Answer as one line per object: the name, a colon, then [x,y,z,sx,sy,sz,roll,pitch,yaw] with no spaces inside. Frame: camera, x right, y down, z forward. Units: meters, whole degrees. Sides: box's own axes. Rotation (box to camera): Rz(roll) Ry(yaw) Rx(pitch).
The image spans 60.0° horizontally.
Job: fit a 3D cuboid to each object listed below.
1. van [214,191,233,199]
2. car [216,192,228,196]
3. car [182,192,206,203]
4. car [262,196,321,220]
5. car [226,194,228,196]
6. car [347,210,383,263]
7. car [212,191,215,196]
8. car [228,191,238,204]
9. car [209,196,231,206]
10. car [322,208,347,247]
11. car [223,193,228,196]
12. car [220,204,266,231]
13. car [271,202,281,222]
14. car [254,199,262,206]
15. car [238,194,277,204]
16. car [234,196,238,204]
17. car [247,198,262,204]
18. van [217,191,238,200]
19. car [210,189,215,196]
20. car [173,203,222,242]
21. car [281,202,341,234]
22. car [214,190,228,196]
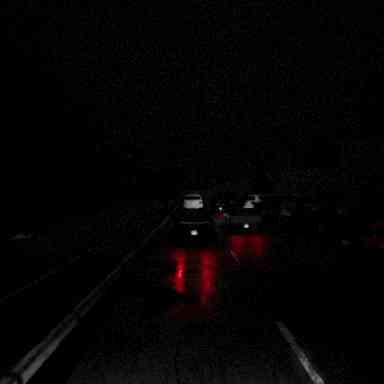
van: [7.980,0.751,85.314,4.442,1.987,1.878,1,1,-20]
car: [8.056,1.230,67.432,4.792,1.488,2.163,1,1,-20]
car: [0.106,1.255,37.764,2.150,2.045,5.566,0,0,0]
car: [8.107,1.420,25.416,4.553,1.767,2.185,1,0,-20]
car: [8.251,1.421,49.503,5.366,1.575,1.946,1,0,-20]
car: [8.051,1.250,10.385,5.566,2.045,2.435,1,0,-20]
car: [8.078,1.053,79.396,4.892,1.521,2.231,1,0,-20]
car: [8.055,1.233,43.409,5.566,2.045,2.435,1,1,-20]
car: [3.107,1.533,38.641,1.837,1.490,4.892,0,0,0]
car: [8.046,1.539,13.388,4.792,1.488,2.163,1,0,-20]
car: [8.054,1.380,55.427,4.792,1.488,2.163,1,1,-20]
car: [3.104,1.651,21.213,1.895,1.301,4.718,0,0,0]
car: [8.077,1.580,22.405,4.674,1.452,2.002,1,0,-20]
car: [8.078,1.590,28.405,4.674,1.452,2.002,1,0,-20]
car: [8.105,1.285,34.428,5.566,2.045,2.435,1,0,-20]
car: [7.905,1.518,37.357,5.366,1.575,1.946,1,1,-20]
car: [8.101,1.573,31.430,4.792,1.488,2.163,1,0,-20]
van: [8.195,0.865,76.454,4.442,1.987,1.878,1,0,-20]
car: [8.063,0.764,82.361,5.566,2.045,2.435,1,1,-20]
car: [0.102,1.526,16.471,2.128,1.511,4.902,0,0,0]
car: [8.067,1.531,19.405,5.008,1.535,2.097,1,0,-20]
car: [8.055,1.001,73.420,4.553,1.767,2.185,1,0,-20]
